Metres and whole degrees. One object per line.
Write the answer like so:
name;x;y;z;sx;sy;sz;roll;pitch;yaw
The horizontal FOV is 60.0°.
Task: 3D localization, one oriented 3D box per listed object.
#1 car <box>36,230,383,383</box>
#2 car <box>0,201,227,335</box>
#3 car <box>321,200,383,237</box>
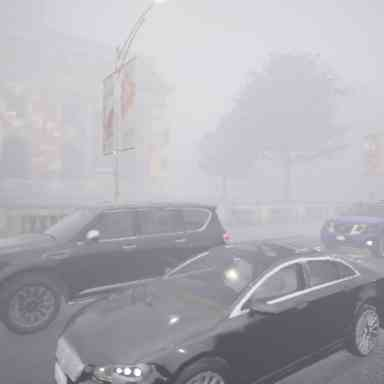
car;0.779;1.513;4.532;4.902;1.511;2.128;1;0;-35
car;-1.676;1.227;7.086;5.566;2.045;2.150;1;0;-35
car;7.643;1.348;13.621;5.566;2.045;2.150;1;0;-35
